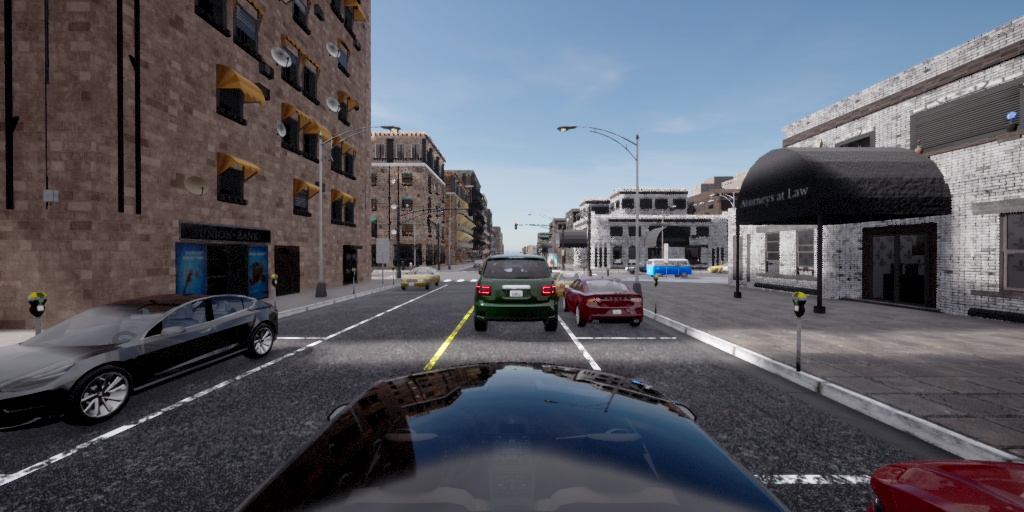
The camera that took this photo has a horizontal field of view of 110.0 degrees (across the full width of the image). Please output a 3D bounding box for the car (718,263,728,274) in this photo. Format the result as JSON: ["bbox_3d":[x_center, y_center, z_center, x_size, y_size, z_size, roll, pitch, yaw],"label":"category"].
[{"bbox_3d":[25.846,1.417,39.419,4.718,1.301,1.895,0,0,0],"label":"car"}]

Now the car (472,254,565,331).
[{"bbox_3d":[0.105,0.972,11.076,2.150,2.045,5.566,0,0,0],"label":"car"}]

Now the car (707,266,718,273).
[{"bbox_3d":[25.518,1.324,42.010,4.829,1.417,1.751,0,0,0],"label":"car"}]

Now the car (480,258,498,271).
[{"bbox_3d":[-3.192,1.124,50.487,2.097,1.767,4.553,0,0,3],"label":"car"}]

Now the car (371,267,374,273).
[{"bbox_3d":[-16.453,1.346,35.938,4.718,1.301,1.895,0,0,0],"label":"car"}]

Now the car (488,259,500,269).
[{"bbox_3d":[-3.022,1.289,61.199,1.837,1.490,4.892,0,0,0],"label":"car"}]

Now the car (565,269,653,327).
[{"bbox_3d":[2.697,1.295,11.404,1.888,1.381,4.507,0,0,0],"label":"car"}]

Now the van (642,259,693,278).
[{"bbox_3d":[14.682,1.166,33.558,3.998,1.789,1.690,0,0,0],"label":"van"}]

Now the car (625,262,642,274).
[{"bbox_3d":[14.957,1.279,39.358,4.902,1.511,2.128,0,0,-2],"label":"car"}]

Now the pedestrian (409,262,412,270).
[{"bbox_3d":[-12.595,1.215,44.699,0.500,1.100,0.500,0,0,0],"label":"pedestrian"}]

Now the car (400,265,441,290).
[{"bbox_3d":[-5.674,1.279,22.639,1.751,1.417,4.829,0,0,0],"label":"car"}]

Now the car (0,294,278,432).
[{"bbox_3d":[-5.688,1.315,5.720,1.948,1.339,4.313,0,0,0],"label":"car"}]
